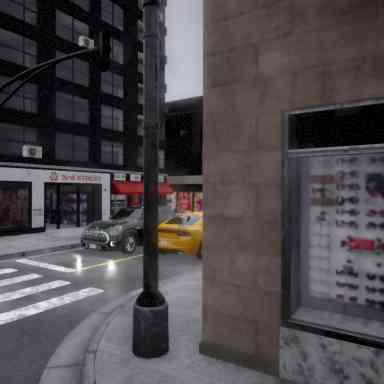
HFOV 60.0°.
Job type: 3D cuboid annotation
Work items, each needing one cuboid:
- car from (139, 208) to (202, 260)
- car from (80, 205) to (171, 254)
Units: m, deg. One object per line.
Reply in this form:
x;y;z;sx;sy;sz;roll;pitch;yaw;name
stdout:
0.463;1.500;12.849;1.882;1.535;5.008;0;0;33;car
-2.323;1.365;13.798;2.097;1.767;4.553;0;0;33;car
